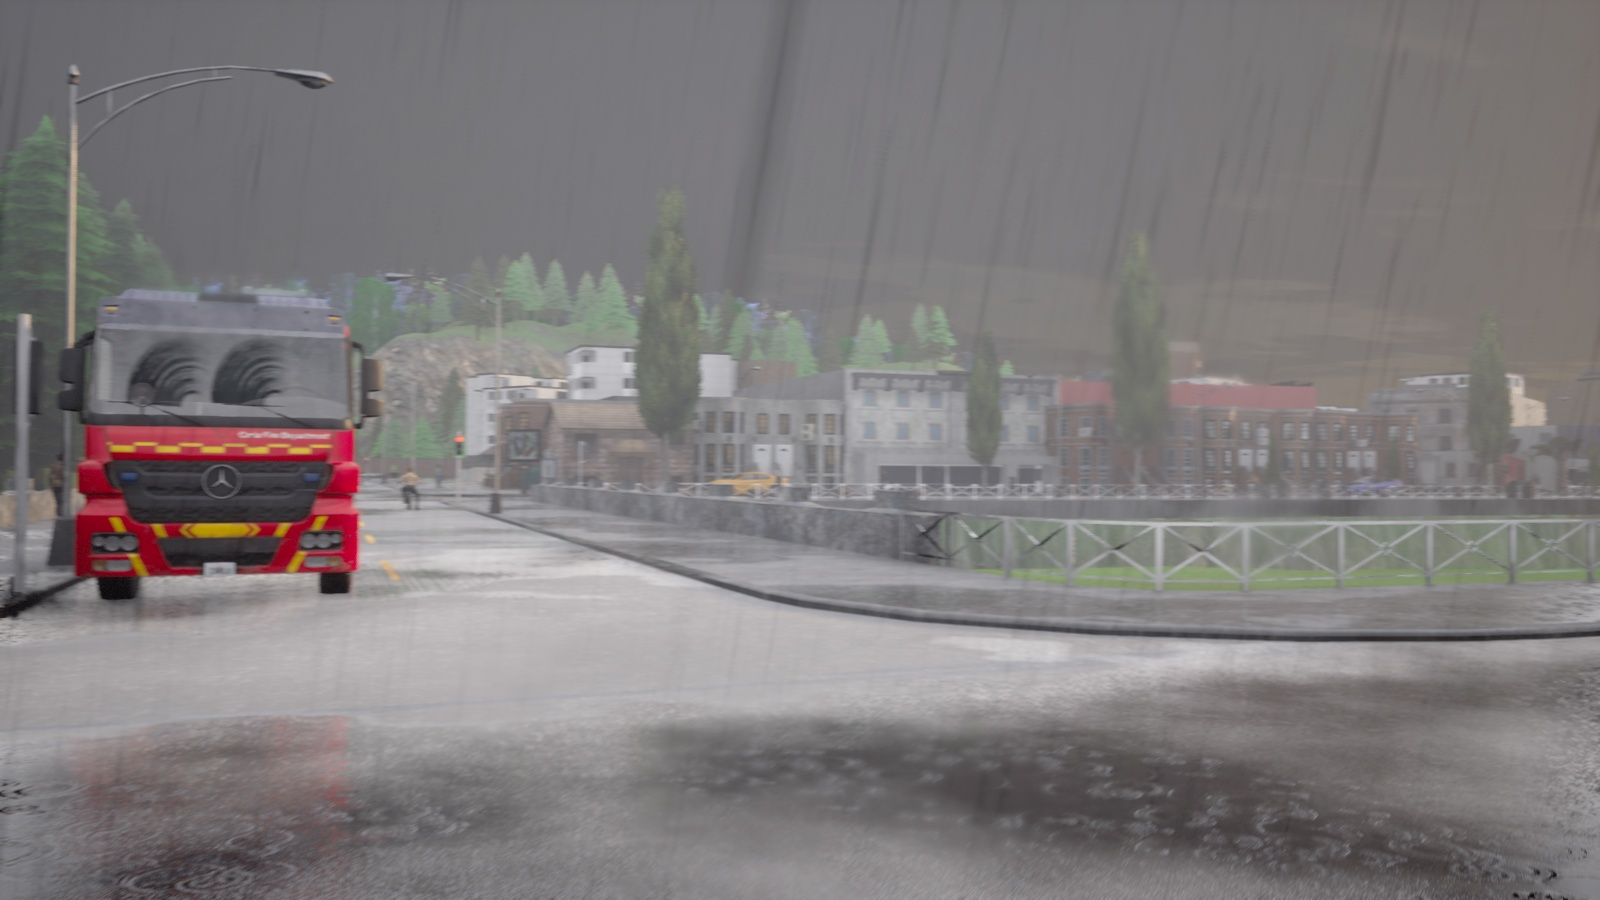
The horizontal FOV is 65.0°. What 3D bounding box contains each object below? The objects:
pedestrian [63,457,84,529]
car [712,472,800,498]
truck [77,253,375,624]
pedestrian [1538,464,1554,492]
[{"bbox_3d":[-18.543,1.090,32.051,0.328,1.805,0.869,0,-1,-22],"label":"pedestrian"},{"bbox_3d":[-2.668,2.083,76.301,5.008,1.535,1.882,0,-1,-20],"label":"car"},{"bbox_3d":[-7.560,-0.046,17.435,2.891,3.827,8.468,0,-1,-20],"label":"truck"},{"bbox_3d":[48.991,1.853,82.483,0.694,1.848,0.540,0,-1,-22],"label":"pedestrian"}]
